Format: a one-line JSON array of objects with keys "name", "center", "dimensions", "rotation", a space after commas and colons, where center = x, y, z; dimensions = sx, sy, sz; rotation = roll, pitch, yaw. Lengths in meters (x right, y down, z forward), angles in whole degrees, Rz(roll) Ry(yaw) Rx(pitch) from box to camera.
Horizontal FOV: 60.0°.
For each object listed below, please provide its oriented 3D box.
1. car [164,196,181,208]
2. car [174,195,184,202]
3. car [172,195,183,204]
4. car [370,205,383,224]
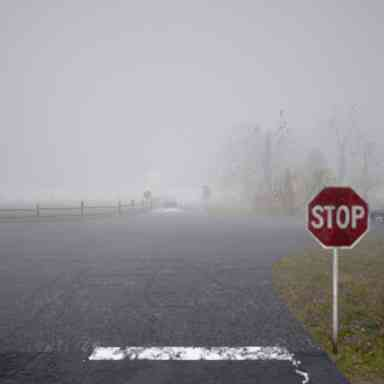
[{"name": "car", "center": [-3.008, 1.566, 47.878], "dimensions": [1.895, 1.301, 4.718], "rotation": [0, 0, 0]}, {"name": "car", "center": [-2.901, 1.433, 73.773], "dimensions": [2.128, 1.511, 4.902], "rotation": [0, 0, 0]}, {"name": "car", "center": [-2.974, 1.297, 60.474], "dimensions": [2.097, 1.767, 4.553], "rotation": [0, 0, 0]}, {"name": "car", "center": [14.230, 1.516, 23.702], "dimensions": [4.718, 1.301, 1.895], "rotation": [0, 0, -3]}]
